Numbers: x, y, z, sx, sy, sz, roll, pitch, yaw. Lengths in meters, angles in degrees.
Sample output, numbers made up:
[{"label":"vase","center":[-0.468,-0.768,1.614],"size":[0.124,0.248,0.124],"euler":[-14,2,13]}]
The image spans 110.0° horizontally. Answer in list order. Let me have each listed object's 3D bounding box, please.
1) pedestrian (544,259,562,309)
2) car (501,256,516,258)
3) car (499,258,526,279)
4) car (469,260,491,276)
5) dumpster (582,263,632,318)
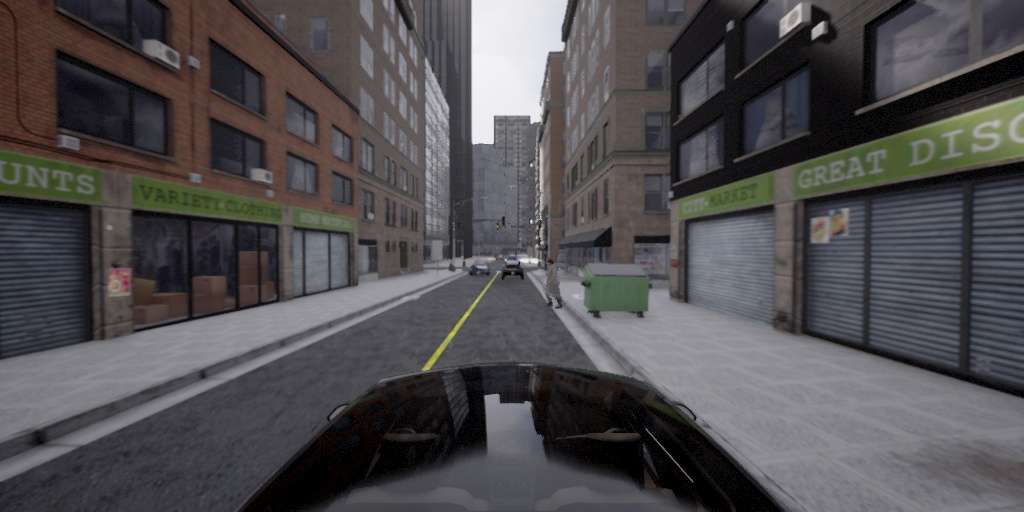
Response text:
[{"label":"pedestrian","center":[1.488,0.987,13.150],"size":[0.375,1.860,0.375],"euler":[-1,1,-9]},{"label":"car","center":[0.059,1.062,43.937],"size":[2.033,1.411,5.357],"euler":[0,0,1]},{"label":"car","center":[0.073,1.101,30.153],"size":[1.837,1.490,4.892],"euler":[0,0,0]},{"label":"car","center":[-3.020,1.118,34.889],"size":[2.033,1.411,5.357],"euler":[0,0,0]},{"label":"dumpster","center":[3.136,1.094,12.047],"size":[1.020,1.700,1.940],"euler":[0,0,0]}]
